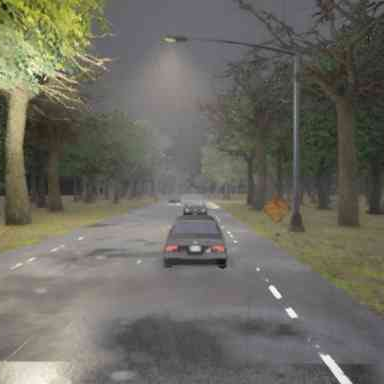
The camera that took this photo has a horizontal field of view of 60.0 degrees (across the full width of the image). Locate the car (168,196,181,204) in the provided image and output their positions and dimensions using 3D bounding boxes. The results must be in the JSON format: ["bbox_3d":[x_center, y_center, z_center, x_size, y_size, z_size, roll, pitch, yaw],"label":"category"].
[{"bbox_3d":[-3.026,1.322,57.712,1.994,1.385,4.181,0,0,1],"label":"car"}]

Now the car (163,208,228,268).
[{"bbox_3d":[0.122,1.465,10.930,2.033,1.411,5.357,0,0,1],"label":"car"}]

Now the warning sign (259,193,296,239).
[{"bbox_3d":[3.662,1.009,14.337,1.300,1.860,1.060,-1,-1,1],"label":"warning sign"}]

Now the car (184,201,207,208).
[{"bbox_3d":[0.290,1.414,27.490,1.895,1.301,4.718,0,0,1],"label":"car"}]
